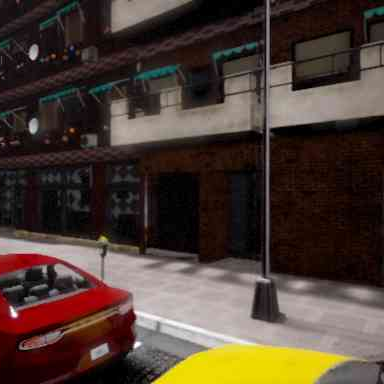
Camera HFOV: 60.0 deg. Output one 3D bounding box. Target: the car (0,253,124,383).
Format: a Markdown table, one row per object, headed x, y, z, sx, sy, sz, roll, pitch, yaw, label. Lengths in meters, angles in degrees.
| x | y | z | sx | sy | sz | roll | pitch | yaw | label |
| --- | --- | --- | --- | --- | --- | --- | --- | --- | --- |
| -2.809 | 1.596 | 4.864 | 4.507 | 1.381 | 1.887 | -1 | 0 | 36 | car |

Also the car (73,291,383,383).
| x | y | z | sx | sy | sz | roll | pitch | yaw | label |
| --- | --- | --- | --- | --- | --- | --- | --- | --- | --- |
| 1.664 | 1.520 | 1.673 | 4.829 | 1.417 | 1.752 | -1 | 0 | 36 | car |
